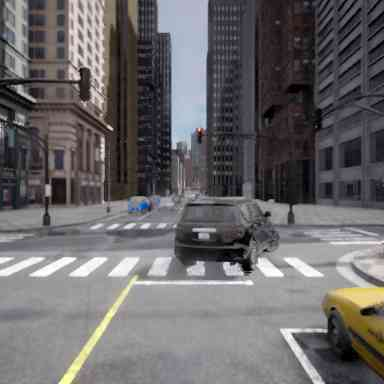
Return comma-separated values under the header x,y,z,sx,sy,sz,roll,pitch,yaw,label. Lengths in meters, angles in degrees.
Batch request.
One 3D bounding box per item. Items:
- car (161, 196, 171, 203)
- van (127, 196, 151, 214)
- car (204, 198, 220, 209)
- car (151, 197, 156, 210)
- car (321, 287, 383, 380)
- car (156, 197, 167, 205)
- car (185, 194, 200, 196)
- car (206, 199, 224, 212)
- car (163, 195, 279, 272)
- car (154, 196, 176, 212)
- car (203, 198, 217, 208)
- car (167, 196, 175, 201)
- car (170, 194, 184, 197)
x,y,z,sx,sy,sz,roll,pitch,yaw,label
-5.766,1.711,74.245,2.008,1.369,4.403,0,0,0,car
-5.776,1.407,35.571,1.690,1.788,3.998,0,0,0,van
2.780,1.637,46.601,1.887,1.381,4.507,0,0,0,car
-5.774,1.623,41.095,1.887,1.381,4.507,0,0,0,car
2.767,1.531,3.153,1.752,1.417,4.829,0,0,0,car
-5.768,1.714,63.195,1.802,1.307,4.206,0,0,0,car
0.057,1.603,60.411,1.882,1.535,5.008,0,0,0,car
2.781,1.624,41.076,1.887,1.381,4.507,0,0,0,car
1.330,1.242,11.199,2.150,2.045,5.566,-1,0,22,car
-3.089,1.602,40.203,1.812,1.442,4.674,0,0,0,car
2.779,1.650,52.127,1.887,1.381,4.507,0,0,0,car
-5.761,1.726,90.650,1.752,1.417,4.829,0,0,0,car
-3.008,1.637,62.210,1.837,1.490,4.892,0,-1,0,car
